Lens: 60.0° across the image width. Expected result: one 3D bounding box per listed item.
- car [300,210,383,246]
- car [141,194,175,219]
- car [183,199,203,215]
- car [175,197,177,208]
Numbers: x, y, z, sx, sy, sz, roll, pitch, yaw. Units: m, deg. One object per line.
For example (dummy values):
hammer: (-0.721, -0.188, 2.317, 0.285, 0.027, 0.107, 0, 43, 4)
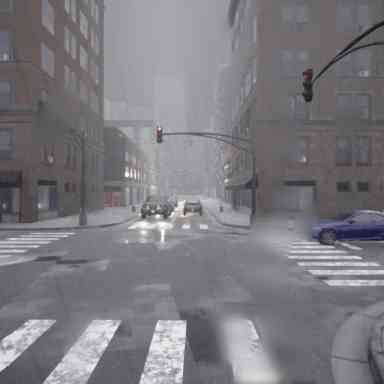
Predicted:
car: (7.199, 1.539, 14.680, 4.674, 1.442, 1.812, 0, 0, 0)
car: (-3.075, 1.236, 29.788, 2.150, 2.045, 5.566, 0, 0, 2)
car: (0.093, 1.509, 34.453, 2.128, 1.511, 4.902, 0, 0, 0)
car: (-3.087, 1.545, 39.461, 1.812, 1.442, 4.674, 0, 0, 0)
